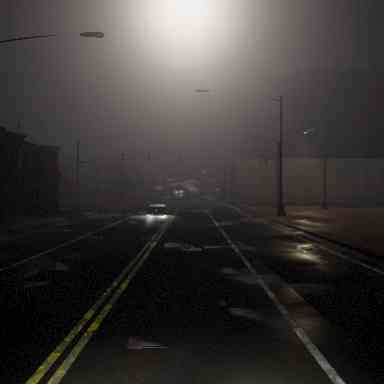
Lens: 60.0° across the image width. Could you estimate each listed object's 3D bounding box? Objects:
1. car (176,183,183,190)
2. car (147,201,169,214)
[{"bbox_3d":[-3.500,-1.636,91.691,2.033,1.411,5.357,0,12,0],"label":"car"},{"bbox_3d":[-3.500,1.598,34.650,1.994,1.385,4.181,0,0,0],"label":"car"}]
